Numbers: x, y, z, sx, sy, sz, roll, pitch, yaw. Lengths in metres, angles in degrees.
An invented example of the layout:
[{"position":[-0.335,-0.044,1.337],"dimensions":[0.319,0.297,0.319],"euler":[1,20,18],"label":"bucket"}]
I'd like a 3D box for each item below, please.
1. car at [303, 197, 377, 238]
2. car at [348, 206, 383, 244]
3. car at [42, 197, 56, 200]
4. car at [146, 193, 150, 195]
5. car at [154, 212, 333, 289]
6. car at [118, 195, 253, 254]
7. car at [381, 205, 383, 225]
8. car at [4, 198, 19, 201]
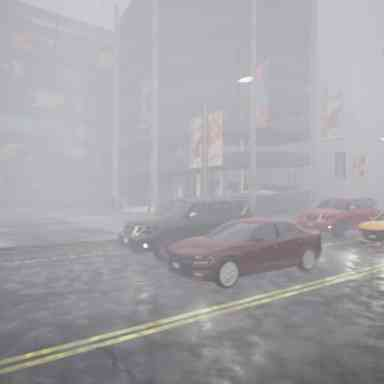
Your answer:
[{"position":[8.284,1.306,18.482],"dimensions":[5.566,2.045,2.150],"euler":[0,0,-35],"label":"car"},{"position":[9.423,1.557,15.021],"dimensions":[5.008,1.535,1.882],"euler":[0,0,-35],"label":"car"},{"position":[-24.440,1.527,57.499],"dimensions":[1.895,1.301,4.718],"euler":[0,0,-36],"label":"car"},{"position":[-9.923,1.183,68.998],"dimensions":[2.435,2.045,5.566],"euler":[0,0,-36],"label":"car"},{"position":[1.655,1.511,9.475],"dimensions":[5.008,1.535,1.882],"euler":[0,0,-35],"label":"car"},{"position":[0.060,1.257,12.634],"dimensions":[5.566,2.045,2.150],"euler":[0,0,-36],"label":"car"},{"position":[16.129,1.683,25.386],"dimensions":[2.033,1.411,5.357],"euler":[0,0,40],"label":"car"},{"position":[-23.615,1.348,43.567],"dimensions":[2.002,1.452,4.674],"euler":[0,0,-36],"label":"car"}]
